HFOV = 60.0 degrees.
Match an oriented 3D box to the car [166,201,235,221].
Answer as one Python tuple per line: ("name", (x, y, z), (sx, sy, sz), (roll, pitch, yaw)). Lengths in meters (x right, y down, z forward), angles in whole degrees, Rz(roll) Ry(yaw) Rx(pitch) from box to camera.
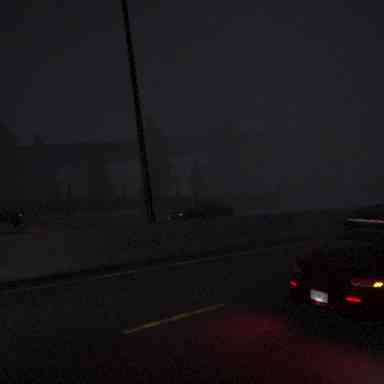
("car", (0.588, 1.322, 21.486), (4.902, 1.511, 2.128), (-1, 1, -36))

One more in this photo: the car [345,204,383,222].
("car", (8.365, 1.267, 14.016), (4.902, 1.511, 2.128), (-1, 0, -36))

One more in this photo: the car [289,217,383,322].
("car", (3.840, 1.424, 6.489), (4.674, 1.442, 1.812), (-1, 0, -36))

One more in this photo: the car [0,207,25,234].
("car", (-11.438, 1.484, 17.275), (4.902, 1.511, 2.128), (-1, 0, -35))
